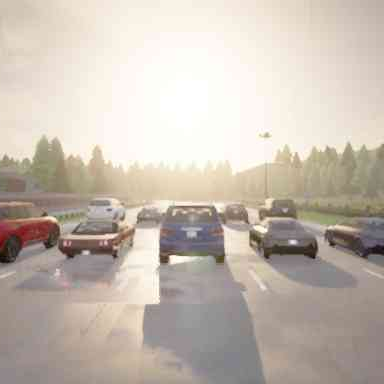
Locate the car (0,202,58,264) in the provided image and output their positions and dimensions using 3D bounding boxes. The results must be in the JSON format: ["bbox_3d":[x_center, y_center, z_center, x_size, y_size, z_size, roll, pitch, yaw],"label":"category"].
[{"bbox_3d":[-6.998,1.362,12.568,2.150,2.045,5.566,0,0,0],"label":"car"}]

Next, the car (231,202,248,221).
[{"bbox_3d":[3.504,1.660,28.408,2.097,1.767,4.553,0,-1,0],"label":"car"}]

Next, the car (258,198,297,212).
[{"bbox_3d":[6.994,1.525,27.558,2.150,2.045,5.566,0,0,0],"label":"car"}]

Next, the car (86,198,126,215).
[{"bbox_3d":[-7.006,1.524,27.564,2.150,2.045,5.566,0,0,0],"label":"car"}]

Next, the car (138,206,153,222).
[{"bbox_3d":[-3.500,1.874,28.466,1.994,1.385,4.181,0,-1,1],"label":"car"}]

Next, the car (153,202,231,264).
[{"bbox_3d":[0.002,1.362,12.568,2.150,2.045,5.566,0,0,0],"label":"car"}]

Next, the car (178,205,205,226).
[{"bbox_3d":[-0.006,1.847,27.494,2.033,1.411,5.357,0,-1,0],"label":"car"}]

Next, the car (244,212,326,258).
[{"bbox_3d":[3.508,1.712,13.471,1.994,1.385,4.181,0,-1,1],"label":"car"}]

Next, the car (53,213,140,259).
[{"bbox_3d":[-3.492,1.746,13.231,1.895,1.301,4.718,0,-1,0],"label":"car"}]

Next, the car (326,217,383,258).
[{"bbox_3d":[7.013,1.712,13.498,1.994,1.385,4.181,0,-1,0],"label":"car"}]
